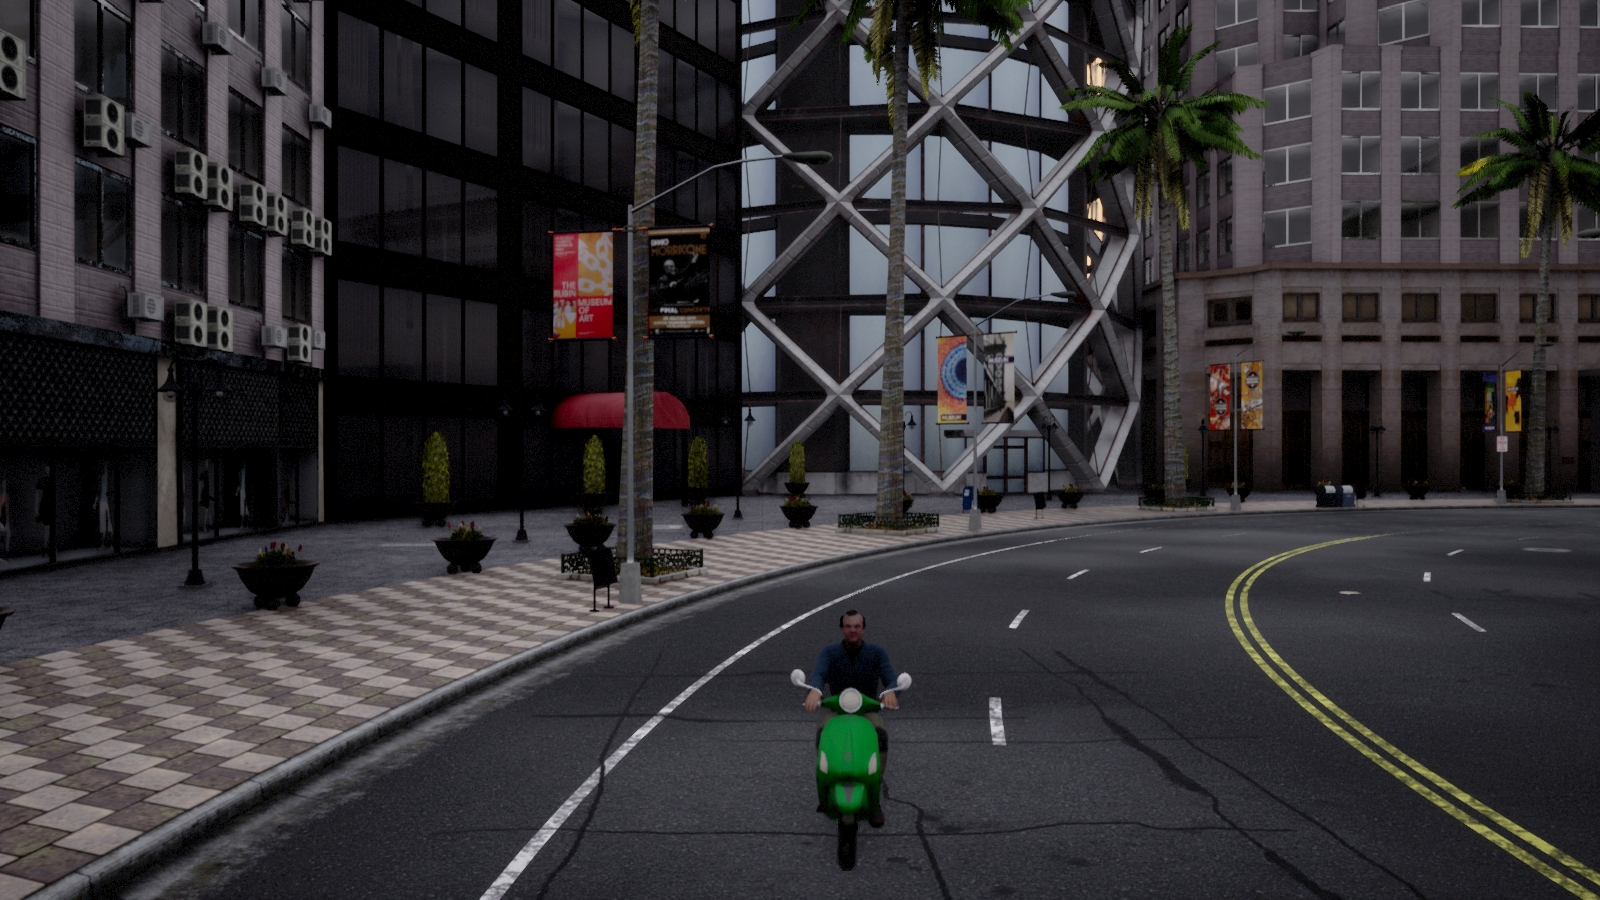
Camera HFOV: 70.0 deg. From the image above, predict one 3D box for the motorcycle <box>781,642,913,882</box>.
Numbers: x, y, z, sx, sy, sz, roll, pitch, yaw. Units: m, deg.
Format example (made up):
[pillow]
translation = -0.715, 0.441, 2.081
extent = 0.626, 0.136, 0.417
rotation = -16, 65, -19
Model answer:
[motorcycle]
translation = 0.386, 2.182, 8.348
extent = 0.856, 1.236, 1.805
rotation = 0, 0, 5
